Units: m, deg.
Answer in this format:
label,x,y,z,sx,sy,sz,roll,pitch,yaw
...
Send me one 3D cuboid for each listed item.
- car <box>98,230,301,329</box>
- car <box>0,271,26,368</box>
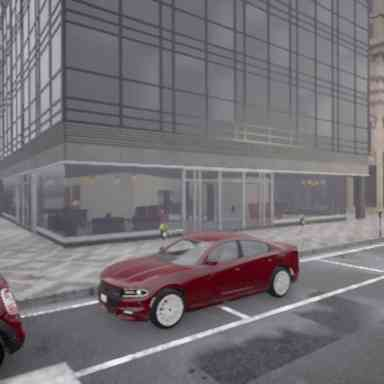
label,x,y,z,sx,sy,sz,roll,pitch,yaw
car,0.350,1.531,6.902,4.507,1.381,1.887,0,0,-36
car,-4.210,1.445,3.648,4.097,1.590,1.967,0,0,-36
